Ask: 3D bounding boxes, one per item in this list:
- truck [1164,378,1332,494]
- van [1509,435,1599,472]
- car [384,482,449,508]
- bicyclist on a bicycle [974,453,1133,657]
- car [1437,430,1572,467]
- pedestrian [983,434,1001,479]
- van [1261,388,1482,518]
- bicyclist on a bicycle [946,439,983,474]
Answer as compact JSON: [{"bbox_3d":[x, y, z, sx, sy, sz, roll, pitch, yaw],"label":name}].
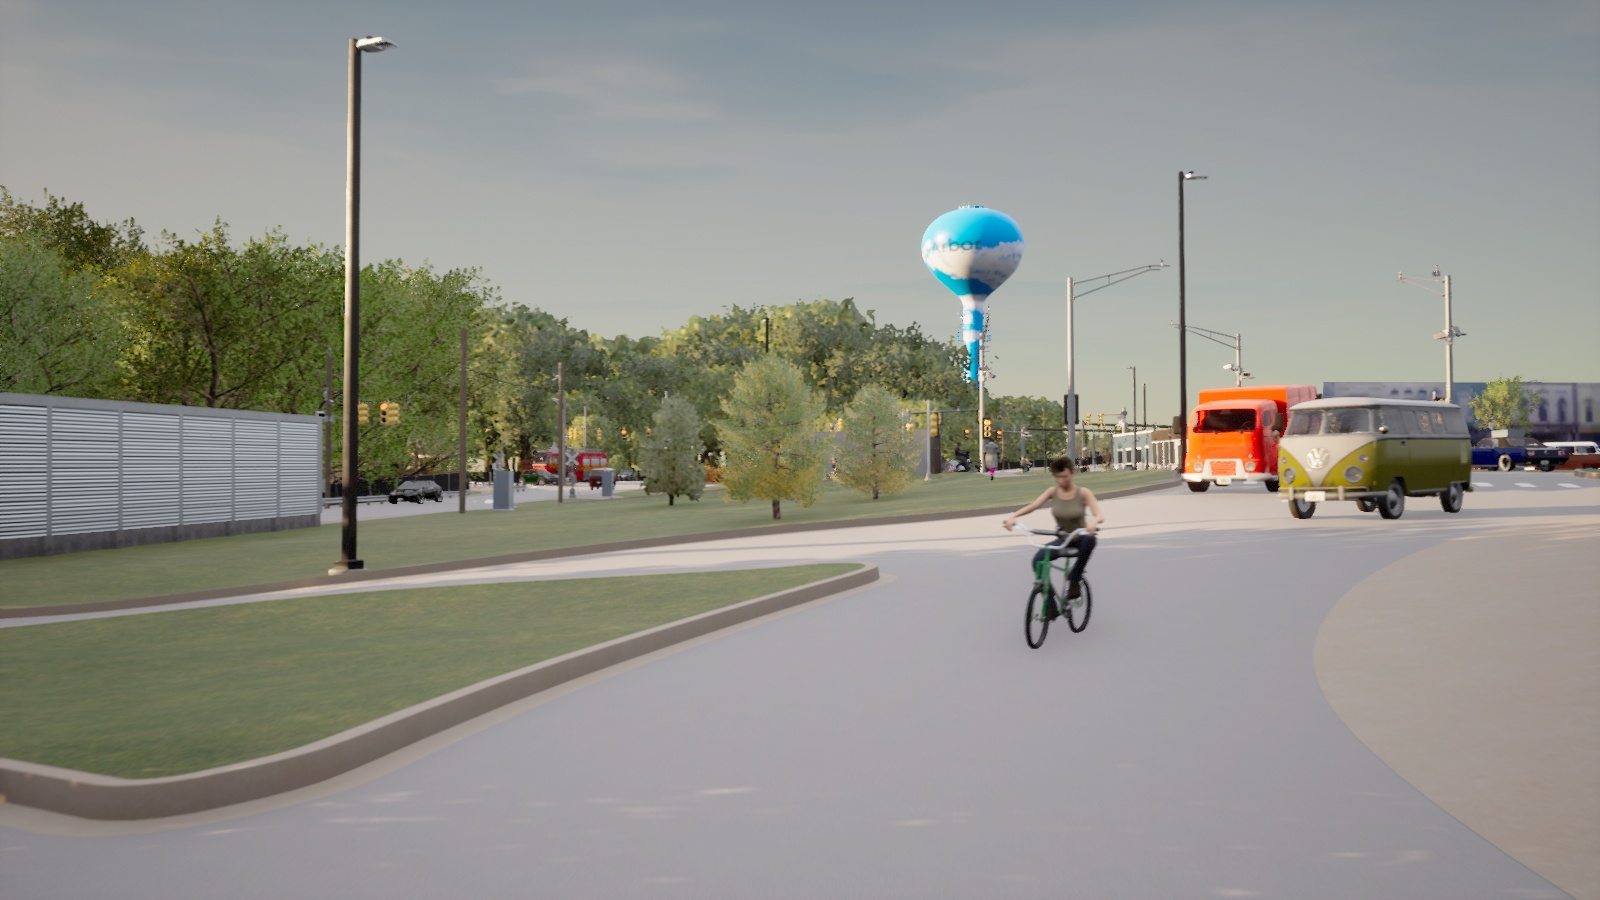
[{"bbox_3d":[11.131,-0.400,30.933,2.627,2.467,5.204,-2,3,34],"label":"truck"},{"bbox_3d":[43.883,0.205,72.673,4.480,2.038,2.069,-1,-2,-1],"label":"van"},{"bbox_3d":[-24.040,2.825,78.917,2.163,1.488,4.792,-1,0,6],"label":"car"},{"bbox_3d":[2.259,0.853,11.074,0.866,1.612,1.509,1,2,33],"label":"bicyclist on a bicycle"},{"bbox_3d":[26.164,-0.041,46.867,1.895,1.301,4.718,0,-1,-8],"label":"car"},{"bbox_3d":[8.416,0.294,54.975,0.659,1.952,0.873,-1,-2,16],"label":"pedestrian"},{"bbox_3d":[9.811,0.055,21.407,4.442,1.987,1.775,-1,-2,-43],"label":"van"},{"bbox_3d":[8.807,0.344,67.259,1.843,1.776,0.659,-3,-1,14],"label":"bicyclist on a bicycle"}]
